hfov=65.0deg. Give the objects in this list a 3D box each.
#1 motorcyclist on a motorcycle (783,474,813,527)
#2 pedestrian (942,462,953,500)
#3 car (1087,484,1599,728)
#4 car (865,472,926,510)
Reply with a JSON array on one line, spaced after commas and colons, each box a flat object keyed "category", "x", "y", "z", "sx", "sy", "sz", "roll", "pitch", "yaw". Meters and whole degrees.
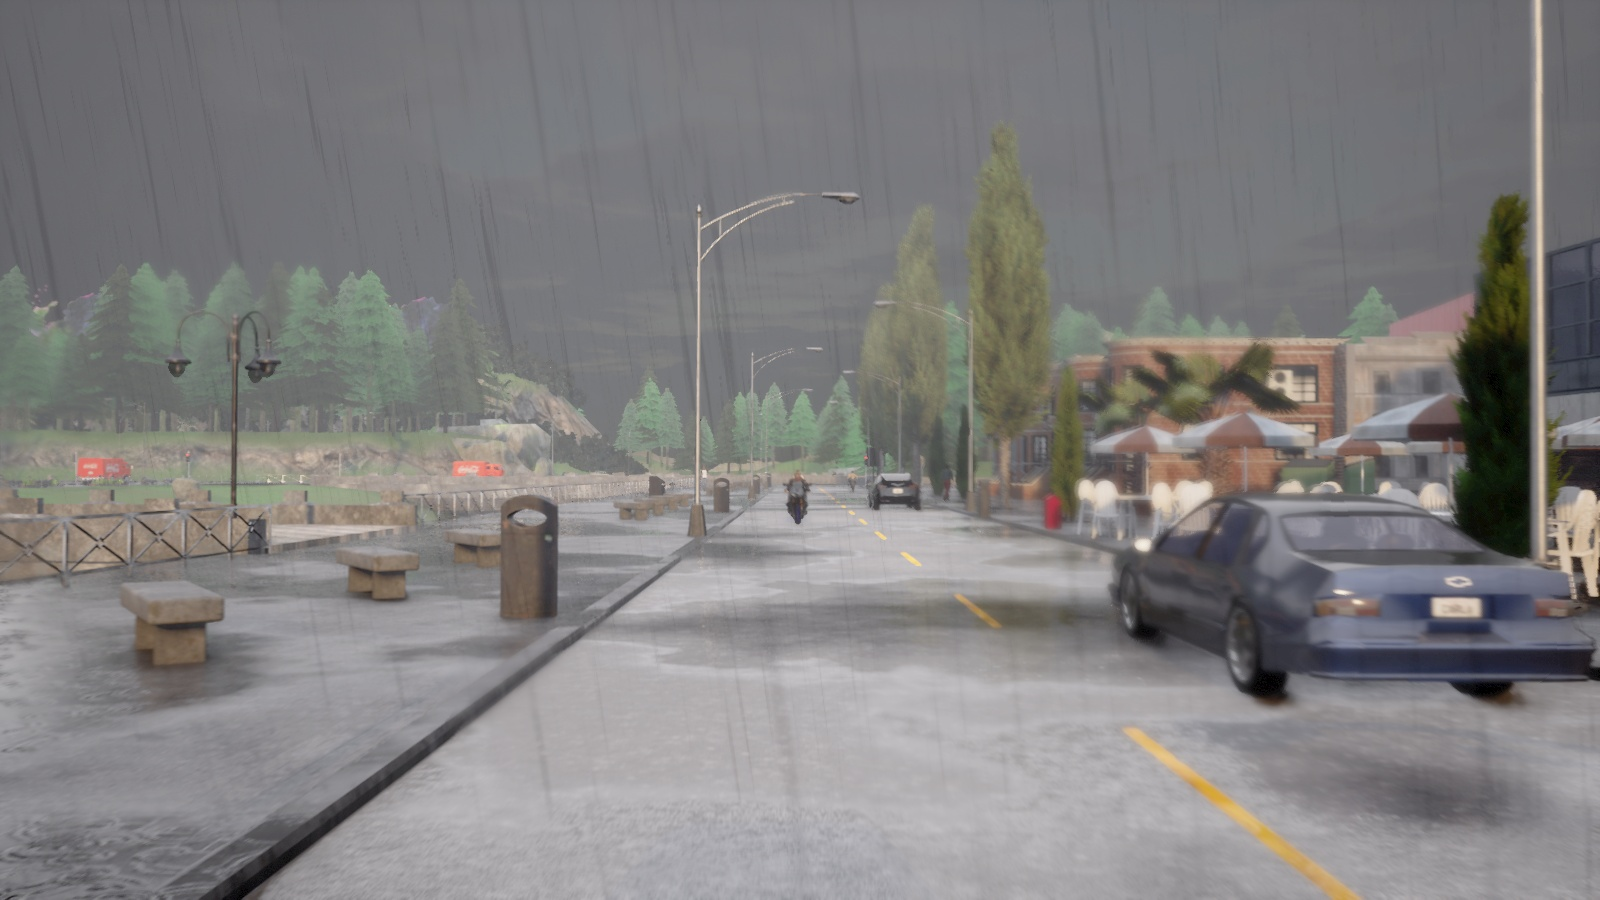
[{"category": "motorcyclist on a motorcycle", "x": -0.052, "y": 1.477, "z": 37.504, "sx": 0.866, "sy": 1.530, "sz": 2.191, "roll": 0, "pitch": -1, "yaw": 0}, {"category": "pedestrian", "x": 7.299, "y": 1.533, "z": 62.051, "sx": 0.353, "sy": 1.847, "sz": 0.614, "roll": -1, "pitch": -1, "yaw": 25}, {"category": "car", "x": 3.989, "y": 1.018, "z": 10.291, "sx": 2.033, "sy": 1.411, "sz": 5.357, "roll": 0, "pitch": -1, "yaw": 0}, {"category": "car", "x": 3.929, "y": 1.678, "z": 52.582, "sx": 2.163, "sy": 1.488, "sz": 4.792, "roll": 0, "pitch": -1, "yaw": 0}]
